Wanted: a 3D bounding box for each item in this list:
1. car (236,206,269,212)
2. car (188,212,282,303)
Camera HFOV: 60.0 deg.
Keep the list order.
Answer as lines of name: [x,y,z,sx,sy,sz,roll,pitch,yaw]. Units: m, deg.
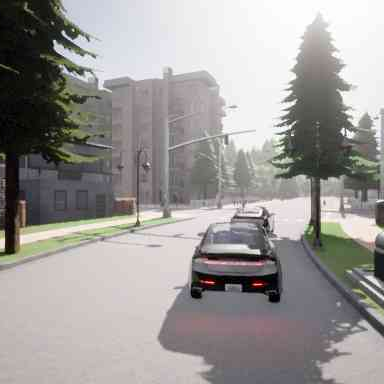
car: [3.227,1.491,17.422,2.128,1.511,4.902,0,0,18]
car: [1.103,1.492,8.314,2.128,1.511,4.902,0,0,9]
